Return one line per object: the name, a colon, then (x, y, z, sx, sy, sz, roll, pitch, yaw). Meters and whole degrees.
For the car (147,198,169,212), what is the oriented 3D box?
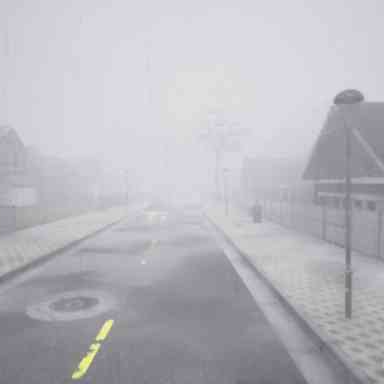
car: (-3.558, 1.347, 35.593, 1.994, 1.385, 4.181, 0, 1, 1)

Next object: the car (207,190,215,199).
car: (4.426, 0.503, 77.308, 2.150, 2.045, 5.566, 0, 1, 14)

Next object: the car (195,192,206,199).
car: (0.824, 1.063, 58.612, 1.812, 1.442, 4.674, 0, 1, 9)

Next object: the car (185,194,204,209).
car: (0.237, 1.258, 40.079, 1.812, 1.442, 4.674, 0, 1, 2)
